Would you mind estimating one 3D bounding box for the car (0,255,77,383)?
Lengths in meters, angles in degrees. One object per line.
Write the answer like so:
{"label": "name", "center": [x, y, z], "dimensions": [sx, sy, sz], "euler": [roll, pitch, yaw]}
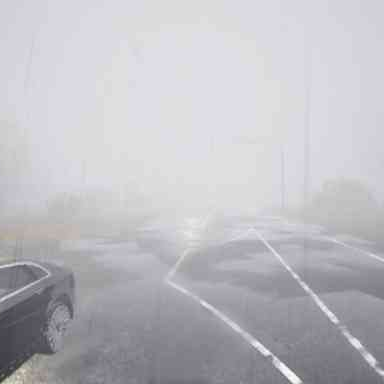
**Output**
{"label": "car", "center": [-2.934, 1.545, 3.486], "dimensions": [2.128, 1.511, 4.902], "euler": [0, -1, 5]}
